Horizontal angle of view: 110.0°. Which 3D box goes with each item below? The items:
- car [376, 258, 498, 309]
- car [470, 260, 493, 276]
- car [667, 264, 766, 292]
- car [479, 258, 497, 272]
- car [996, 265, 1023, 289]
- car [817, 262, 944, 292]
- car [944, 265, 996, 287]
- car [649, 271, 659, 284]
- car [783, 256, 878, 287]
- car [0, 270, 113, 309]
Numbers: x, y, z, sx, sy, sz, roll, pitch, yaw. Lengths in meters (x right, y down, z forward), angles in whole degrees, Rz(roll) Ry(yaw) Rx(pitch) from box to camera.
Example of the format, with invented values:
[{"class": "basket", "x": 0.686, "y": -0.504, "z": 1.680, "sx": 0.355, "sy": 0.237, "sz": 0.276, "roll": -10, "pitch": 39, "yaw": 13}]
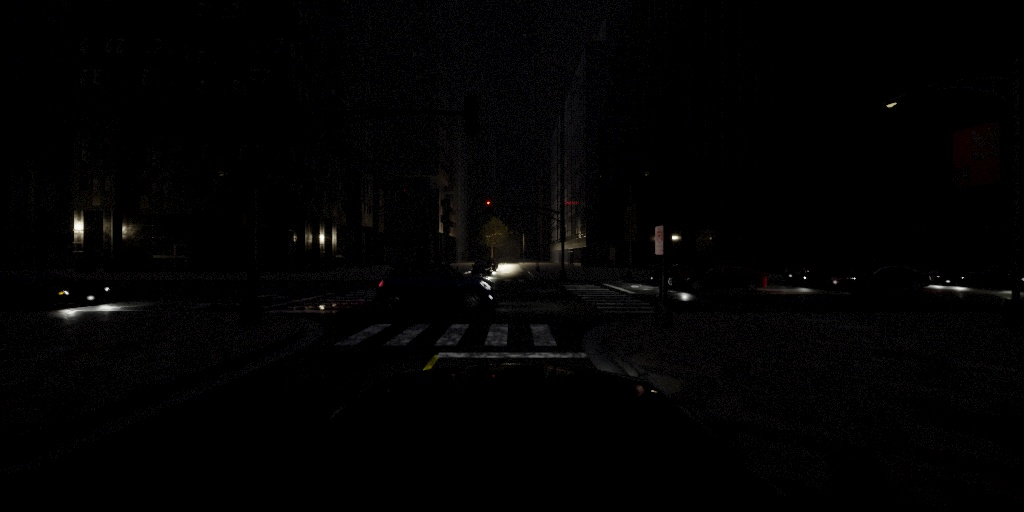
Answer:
[{"class": "car", "x": -2.881, "y": 1.101, "z": 14.316, "sx": 4.553, "sy": 1.767, "sz": 2.097, "roll": 0, "pitch": 0, "yaw": 0}, {"class": "car", "x": -3.114, "y": 1.227, "z": 37.539, "sx": 1.882, "sy": 1.535, "sz": 5.008, "roll": 0, "pitch": 0, "yaw": 1}, {"class": "car", "x": 12.000, "y": 1.237, "z": 20.969, "sx": 5.008, "sy": 1.535, "sz": 1.882, "roll": 0, "pitch": 0, "yaw": 1}, {"class": "car", "x": -3.131, "y": 1.101, "z": 47.320, "sx": 2.097, "sy": 1.767, "sz": 4.553, "roll": 0, "pitch": 0, "yaw": 0}, {"class": "car", "x": 32.603, "y": 1.008, "z": 20.880, "sx": 5.566, "sy": 2.045, "sz": 2.150, "roll": 0, "pitch": 0, "yaw": 0}, {"class": "car", "x": 21.324, "y": 1.262, "z": 20.929, "sx": 4.902, "sy": 1.511, "sz": 2.128, "roll": 0, "pitch": 0, "yaw": 0}, {"class": "car", "x": 32.032, "y": 1.327, "z": 24.133, "sx": 5.357, "sy": 1.411, "sz": 2.033, "roll": 0, "pitch": 0, "yaw": 0}, {"class": "car", "x": 11.846, "y": 1.258, "z": 24.225, "sx": 4.892, "sy": 1.490, "sz": 1.837, "roll": 0, "pitch": 0, "yaw": -1}, {"class": "car", "x": 21.577, "y": 0.987, "z": 24.164, "sx": 5.566, "sy": 2.045, "sz": 2.150, "roll": 0, "pitch": 0, "yaw": 1}, {"class": "car", "x": -19.531, "y": 1.292, "z": 14.373, "sx": 5.357, "sy": 1.411, "sz": 2.033, "roll": 0, "pitch": 0, "yaw": 0}]
